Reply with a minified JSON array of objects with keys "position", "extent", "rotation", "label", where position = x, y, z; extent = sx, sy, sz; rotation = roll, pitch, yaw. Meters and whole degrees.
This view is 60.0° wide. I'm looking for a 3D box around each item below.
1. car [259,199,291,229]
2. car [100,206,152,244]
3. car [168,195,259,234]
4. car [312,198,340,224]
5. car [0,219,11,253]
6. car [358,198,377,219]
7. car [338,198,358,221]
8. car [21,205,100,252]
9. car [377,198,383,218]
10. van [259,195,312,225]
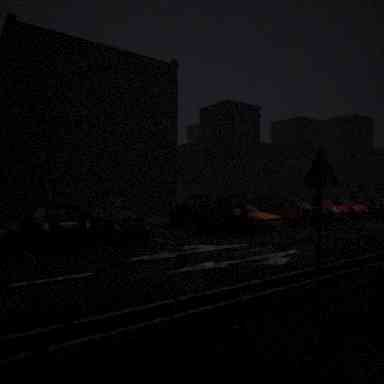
[{"position":[3.157,1.421,20.582],"extent":[1.946,1.575,5.366],"rotation":[0,0,-36],"label":"car"},{"position":[-3.685,1.454,15.930],"extent":[2.231,1.521,4.892],"rotation":[0,0,-36],"label":"car"},{"position":[0.788,1.183,19.153],"extent":[2.435,2.045,5.566],"rotation":[0,0,-36],"label":"car"},{"position":[7.533,1.406,23.944],"extent":[2.097,1.535,5.008],"rotation":[0,0,-36],"label":"car"},{"position":[-8.171,1.502,12.714],"extent":[2.002,1.452,4.674],"rotation":[0,0,-36],"label":"car"},{"position":[12.004,1.264,27.170],"extent":[2.185,1.767,4.553],"rotation":[0,0,-36],"label":"car"},{"position":[9.761,1.271,25.567],"extent":[2.185,1.767,4.553],"rotation":[0,0,-36],"label":"car"},{"position":[-5.910,1.333,14.294],"extent":[2.185,1.767,4.553],"rotation":[0,0,-36],"label":"car"},{"position":[14.285,1.258,28.723],"extent":[2.185,1.767,4.553],"rotation":[0,0,-36],"label":"car"},{"position":[5.360,1.189,22.241],"extent":[1.878,1.987,4.442],"rotation":[0,0,-36],"label":"van"}]
